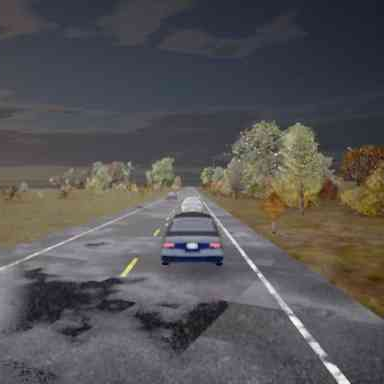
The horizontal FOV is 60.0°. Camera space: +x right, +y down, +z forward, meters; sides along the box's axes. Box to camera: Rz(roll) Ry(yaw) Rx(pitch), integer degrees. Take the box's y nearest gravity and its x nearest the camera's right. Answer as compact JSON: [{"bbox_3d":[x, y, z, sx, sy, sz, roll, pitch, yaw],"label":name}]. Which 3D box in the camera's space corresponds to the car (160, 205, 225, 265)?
[{"bbox_3d":[0.020,1.400,11.066,2.033,1.411,5.357,0,1,0],"label":"car"}]

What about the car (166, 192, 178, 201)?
[{"bbox_3d":[-3.580,0.713,58.414,1.812,1.442,4.674,0,1,0],"label":"car"}]

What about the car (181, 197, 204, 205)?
[{"bbox_3d":[0.038,1.136,28.938,1.812,1.442,4.674,0,1,0],"label":"car"}]

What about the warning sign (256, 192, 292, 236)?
[{"bbox_3d":[3.540,0.923,14.443,1.300,1.860,1.060,0,0,0],"label":"warning sign"}]
